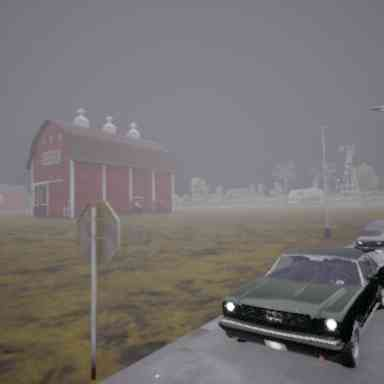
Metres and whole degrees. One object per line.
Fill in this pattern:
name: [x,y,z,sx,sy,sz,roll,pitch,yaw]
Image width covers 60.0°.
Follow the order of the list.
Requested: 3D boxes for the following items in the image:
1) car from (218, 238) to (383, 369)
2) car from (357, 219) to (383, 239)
car: [2.423,1.807,6.304,1.895,1.301,4.718,-3,-3,36]
car: [8.728,1.917,14.878,2.033,1.411,5.357,-3,-3,36]
